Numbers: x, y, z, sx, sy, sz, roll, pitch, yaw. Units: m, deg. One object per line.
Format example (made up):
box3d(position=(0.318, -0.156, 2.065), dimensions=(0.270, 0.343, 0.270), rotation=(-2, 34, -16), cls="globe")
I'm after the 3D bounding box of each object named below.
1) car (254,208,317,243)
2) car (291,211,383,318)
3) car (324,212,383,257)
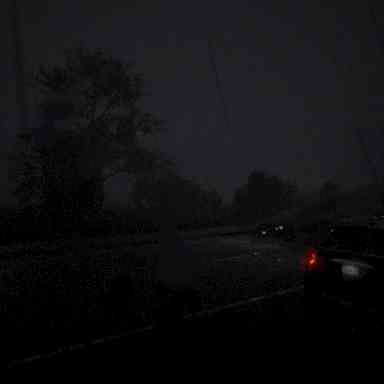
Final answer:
box3d(position=(5.104, 1.535, 16.222), dimensions=(4.674, 1.442, 1.812), rotation=(0, 0, -36), cls="car")
box3d(position=(4.427, 1.357, 6.904), dimensions=(4.553, 1.767, 2.097), rotation=(0, 0, -35), cls="car")
box3d(position=(7.704, 1.611, 13.788), dimensions=(4.718, 1.301, 1.895), rotation=(0, 0, -36), cls="car")
